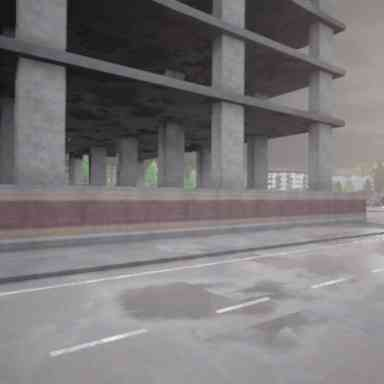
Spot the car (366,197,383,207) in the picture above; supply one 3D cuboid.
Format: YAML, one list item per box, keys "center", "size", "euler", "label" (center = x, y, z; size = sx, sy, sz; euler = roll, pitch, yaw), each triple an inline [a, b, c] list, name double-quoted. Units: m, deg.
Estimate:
- center: [34.931, 2.135, 64.450]
  size: [3.806, 1.475, 1.970]
  euler: [1, 0, -35]
  label: "car"

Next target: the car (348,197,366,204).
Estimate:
- center: [40.753, 2.062, 82.209]
  size: [4.605, 1.855, 1.932]
  euler: [1, 0, -35]
  label: "car"

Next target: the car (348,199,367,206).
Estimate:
- center: [33.259, 2.103, 66.814]
  size: [3.905, 1.438, 1.784]
  euler: [1, 0, -35]
  label: "car"
